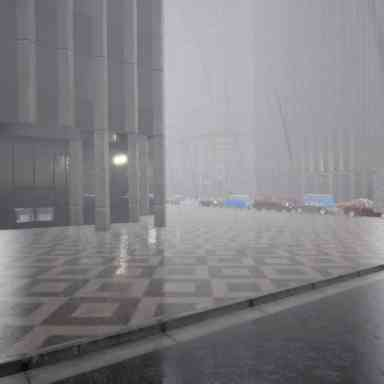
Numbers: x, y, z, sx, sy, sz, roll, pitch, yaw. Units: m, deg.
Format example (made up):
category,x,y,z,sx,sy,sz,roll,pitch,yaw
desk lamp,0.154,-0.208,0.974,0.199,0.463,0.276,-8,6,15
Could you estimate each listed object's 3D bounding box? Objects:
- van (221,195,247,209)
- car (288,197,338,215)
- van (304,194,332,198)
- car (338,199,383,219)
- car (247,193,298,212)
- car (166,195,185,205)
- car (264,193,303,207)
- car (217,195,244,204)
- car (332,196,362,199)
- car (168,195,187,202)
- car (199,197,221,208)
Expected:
category,x,y,z,sx,sy,sz,roll,pitch,yaw
van,5.964,1.293,42.405,1.690,1.788,3.998,-1,1,-35
car,12.385,1.548,33.412,2.008,1.369,4.403,-1,1,-35
van,16.124,1.178,42.849,1.690,1.788,3.998,-1,1,-35
car,15.595,1.566,28.914,1.887,1.381,4.507,-1,1,-35
car,9.174,1.290,37.907,2.192,1.841,5.009,-1,1,-35
car,-3.663,1.438,55.899,2.008,1.369,4.403,-1,1,-35
car,12.916,1.129,47.347,2.192,1.841,5.009,-1,1,-35
car,6.404,1.295,56.484,1.752,1.417,4.829,-1,1,-35
car,19.234,1.384,38.492,1.752,1.417,4.829,-1,1,-35
car,-3.120,1.256,69.842,2.008,1.369,4.403,-1,1,-35
car,2.756,1.371,46.903,1.967,1.590,4.097,-1,1,-35
